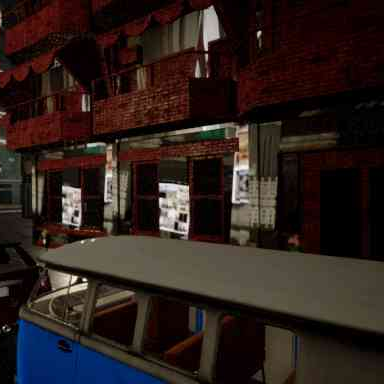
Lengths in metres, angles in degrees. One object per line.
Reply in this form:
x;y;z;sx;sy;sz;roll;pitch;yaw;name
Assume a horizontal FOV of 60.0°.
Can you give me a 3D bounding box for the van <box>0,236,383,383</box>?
0.230;1.341;2.571;3.998;1.788;1.690;0;-1;36;van
